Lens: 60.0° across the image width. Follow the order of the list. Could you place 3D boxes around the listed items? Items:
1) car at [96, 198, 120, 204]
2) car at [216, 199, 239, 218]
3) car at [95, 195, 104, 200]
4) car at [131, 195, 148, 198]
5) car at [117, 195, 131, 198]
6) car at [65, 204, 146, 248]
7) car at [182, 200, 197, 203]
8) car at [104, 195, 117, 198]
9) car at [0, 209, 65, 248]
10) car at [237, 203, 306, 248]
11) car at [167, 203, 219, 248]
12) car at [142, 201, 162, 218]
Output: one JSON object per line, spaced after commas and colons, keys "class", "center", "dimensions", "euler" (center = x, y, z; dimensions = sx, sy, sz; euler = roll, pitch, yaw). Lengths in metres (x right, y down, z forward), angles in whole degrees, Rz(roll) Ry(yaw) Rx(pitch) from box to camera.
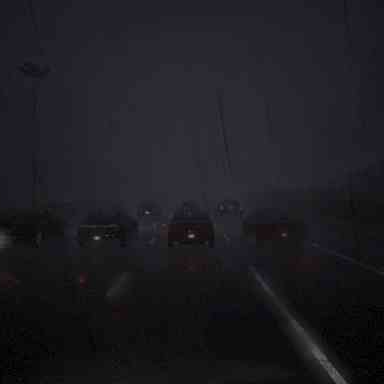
{"class": "car", "center": [-7.243, 1.560, 29.715], "dimensions": [2.033, 1.411, 5.357], "euler": [0, 0, -1]}
{"class": "car", "center": [3.256, 1.364, 29.818], "dimensions": [2.097, 1.767, 4.553], "euler": [0, 0, -1]}
{"class": "car", "center": [-21.852, 1.449, 81.593], "dimensions": [1.882, 1.535, 5.008], "euler": [0, 0, 16]}
{"class": "car", "center": [-11.822, 1.467, 78.488], "dimensions": [1.882, 1.535, 5.008], "euler": [0, 0, 16]}
{"class": "car", "center": [-15.166, 1.523, 79.523], "dimensions": [2.033, 1.411, 5.357], "euler": [0, 0, 16]}
{"class": "car", "center": [-3.554, 1.492, 14.760], "dimensions": [2.128, 1.511, 4.902], "euler": [0, 0, -1]}
{"class": "car", "center": [-0.244, 1.514, 29.804], "dimensions": [1.837, 1.490, 4.892], "euler": [0, 0, -1]}
{"class": "car", "center": [-18.509, 1.517, 80.558], "dimensions": [2.033, 1.411, 5.357], "euler": [0, 0, 16]}
{"class": "car", "center": [-7.054, 1.513, 14.716], "dimensions": [1.837, 1.490, 4.892], "euler": [0, 0, -1]}
{"class": "car", "center": [3.446, 1.482, 14.849], "dimensions": [1.882, 1.535, 5.008], "euler": [0, 0, -1]}
{"class": "car", "center": [-0.054, 1.482, 14.805], "dimensions": [1.882, 1.535, 5.008], "euler": [0, 0, -1]}
{"class": "car", "center": [-3.744, 1.530, 29.759], "dimensions": [1.812, 1.442, 4.674], "euler": [0, 0, -1]}
